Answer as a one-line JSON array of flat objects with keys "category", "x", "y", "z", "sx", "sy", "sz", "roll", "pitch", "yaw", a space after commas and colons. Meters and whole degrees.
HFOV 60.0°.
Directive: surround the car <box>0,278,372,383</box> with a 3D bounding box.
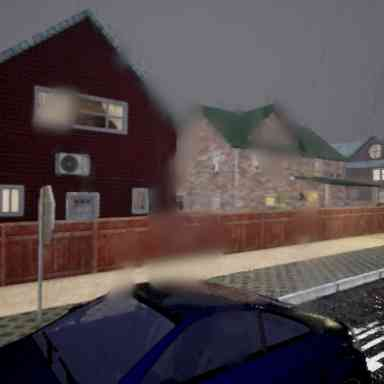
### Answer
[{"category": "car", "x": -0.304, "y": 1.566, "z": 2.857, "sx": 4.181, "sy": 1.385, "sz": 1.994, "roll": 0, "pitch": 0, "yaw": -36}]
